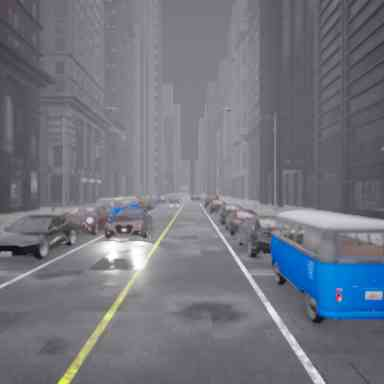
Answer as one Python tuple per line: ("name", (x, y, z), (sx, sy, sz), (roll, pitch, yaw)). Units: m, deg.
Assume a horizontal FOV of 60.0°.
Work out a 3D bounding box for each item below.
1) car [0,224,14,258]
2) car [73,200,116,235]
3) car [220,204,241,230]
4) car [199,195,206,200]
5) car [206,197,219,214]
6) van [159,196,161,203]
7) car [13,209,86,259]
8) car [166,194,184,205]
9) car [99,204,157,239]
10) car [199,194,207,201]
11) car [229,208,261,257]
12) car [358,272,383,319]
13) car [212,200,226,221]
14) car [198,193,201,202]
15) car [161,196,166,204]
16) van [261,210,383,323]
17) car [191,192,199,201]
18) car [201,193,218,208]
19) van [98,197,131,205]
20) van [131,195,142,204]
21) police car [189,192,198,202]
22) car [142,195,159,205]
("car", (-5.765, 1.570, 6.878), (1.802, 1.307, 4.206), (0, 0, 0))
("car", (-5.766, 1.413, 18.151), (1.967, 1.590, 4.097), (0, 0, 0))
("car", (2.759, 1.554, 18.168), (1.802, 1.307, 4.206), (0, 0, 0))
("car", (2.753, 1.454, 91.609), (1.752, 1.417, 4.829), (0, 0, 0))
("car", (2.758, 1.499, 35.076), (1.887, 1.381, 4.507), (0, 0, 0))
("van", (-5.769, 1.285, 46.332), (1.690, 1.788, 3.998), (0, 0, 0))
("car", (-5.765, 1.546, 12.514), (1.947, 1.339, 4.313), (0, 0, 0))
("car", (-3.044, 1.483, 59.469), (2.033, 1.411, 5.357), (0, 0, 1))
("car", (-3.101, 1.538, 17.147), (1.994, 1.385, 4.181), (0, 0, 0))
("car", (2.753, 1.370, 85.802), (1.967, 1.590, 4.097), (0, 0, 0))
("car", (2.759, 1.531, 12.531), (2.008, 1.369, 4.403), (0, 0, 0))
("car", (2.761, 1.549, 1.258), (2.008, 1.369, 4.403), (0, 0, 0))
("car", (2.759, 1.517, 23.804), (2.008, 1.369, 4.403), (0, 0, 0))
("car", (2.755, 1.458, 69.064), (1.752, 1.417, 4.829), (0, 0, 0))
("car", (-5.770, 1.479, 63.243), (1.887, 1.381, 4.507), (0, 0, 0))
("van", (2.760, 1.330, 6.894), (1.690, 1.788, 3.998), (0, 0, 0))
("car", (0.727, 1.145, 85.868), (2.150, 2.045, 5.566), (0, 0, -1))
("car", (2.756, 1.259, 46.348), (2.192, 1.841, 5.009), (0, 0, 0))
("van", (-5.767, 1.307, 23.787), (1.690, 1.788, 3.998), (0, 0, 0))
("van", (-5.767, 1.301, 29.424), (1.690, 1.788, 3.998), (0, 0, 0))
("police car", (0.894, 1.357, 75.955), (1.930, 1.638, 5.238), (0, 0, 0))
("car", (-5.768, 1.263, 40.696), (2.192, 1.841, 5.009), (0, 0, 0))
